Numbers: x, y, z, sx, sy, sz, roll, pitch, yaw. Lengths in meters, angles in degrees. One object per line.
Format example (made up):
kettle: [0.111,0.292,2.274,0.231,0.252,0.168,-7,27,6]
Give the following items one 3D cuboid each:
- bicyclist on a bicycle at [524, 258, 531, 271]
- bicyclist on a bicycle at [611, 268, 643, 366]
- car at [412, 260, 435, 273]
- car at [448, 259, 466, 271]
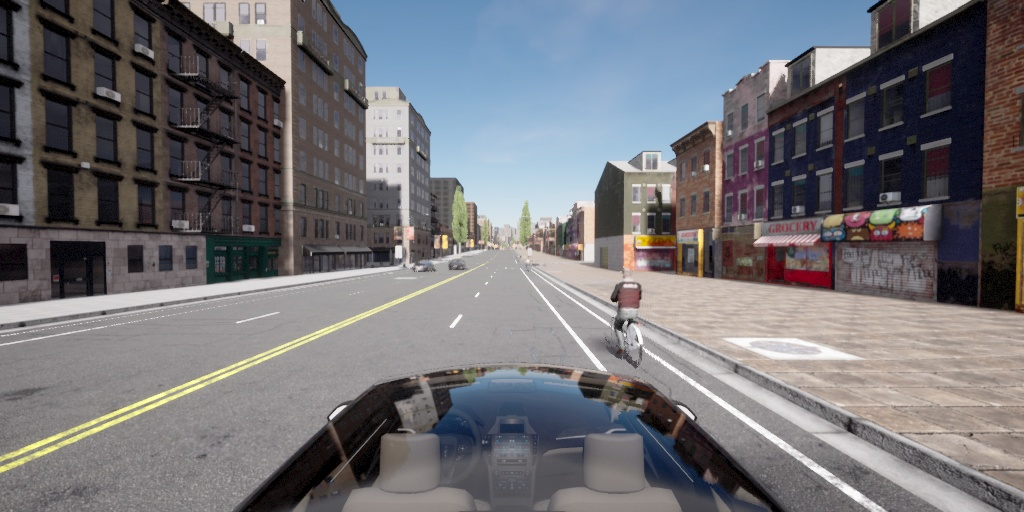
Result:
bicyclist on a bicycle: [1.908,1.030,43.689,0.866,1.612,1.509,0,1,0]
bicyclist on a bicycle: [2.209,1.119,7.073,0.659,1.776,1.843,0,0,0]
car: [-10.161,1.135,41.436,1.812,1.442,4.674,0,0,0]
car: [-6.924,1.087,45.492,1.837,1.490,4.892,0,0,0]
